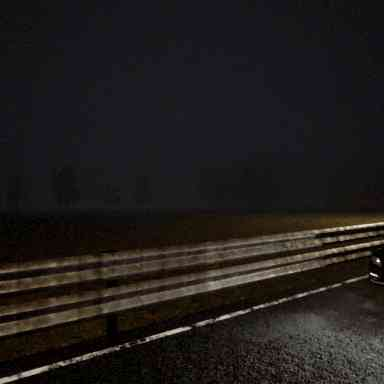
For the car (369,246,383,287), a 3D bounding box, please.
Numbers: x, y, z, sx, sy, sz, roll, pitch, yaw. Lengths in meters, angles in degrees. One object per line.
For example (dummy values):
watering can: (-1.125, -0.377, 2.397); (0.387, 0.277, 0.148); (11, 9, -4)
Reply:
car: (6.193, 1.495, 8.092); (4.902, 1.511, 2.128); (0, 0, -35)
